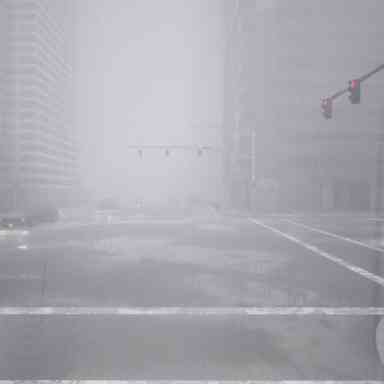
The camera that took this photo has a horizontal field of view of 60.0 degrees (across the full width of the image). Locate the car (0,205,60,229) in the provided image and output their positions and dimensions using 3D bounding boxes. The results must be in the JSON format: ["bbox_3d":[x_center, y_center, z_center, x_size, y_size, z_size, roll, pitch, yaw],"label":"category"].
[{"bbox_3d":[-10.611,1.547,22.123,2.033,1.411,5.357,0,0,0],"label":"car"}]

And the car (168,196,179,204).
[{"bbox_3d":[-3.529,1.490,63.182,2.128,1.511,4.902,0,0,0],"label":"car"}]

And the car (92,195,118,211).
[{"bbox_3d":[-10.617,1.504,41.795,1.837,1.490,4.892,0,0,0],"label":"car"}]

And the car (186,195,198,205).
[{"bbox_3d":[0.073,1.351,60.040,2.097,1.767,4.553,0,0,0],"label":"car"}]

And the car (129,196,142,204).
[{"bbox_3d":[-10.535,1.525,62.658,1.812,1.442,4.674,0,0,0],"label":"car"}]
